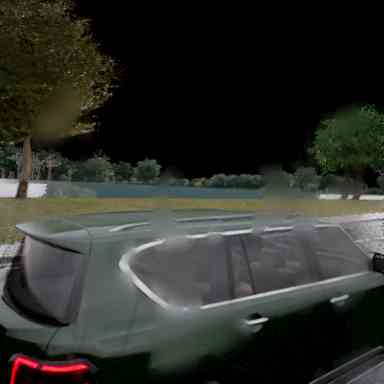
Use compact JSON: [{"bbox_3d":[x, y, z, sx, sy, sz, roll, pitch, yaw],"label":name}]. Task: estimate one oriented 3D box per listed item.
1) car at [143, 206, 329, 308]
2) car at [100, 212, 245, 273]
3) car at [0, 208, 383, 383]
[{"bbox_3d":[1.280,1.340,8.589,4.553,1.767,2.097,0,0,-35],"label":"car"},{"bbox_3d":[-0.525,1.514,11.291,4.674,1.442,1.812,0,0,-35],"label":"car"},{"bbox_3d":[0.713,1.218,3.945,5.566,2.045,2.150,0,0,-36],"label":"car"}]
